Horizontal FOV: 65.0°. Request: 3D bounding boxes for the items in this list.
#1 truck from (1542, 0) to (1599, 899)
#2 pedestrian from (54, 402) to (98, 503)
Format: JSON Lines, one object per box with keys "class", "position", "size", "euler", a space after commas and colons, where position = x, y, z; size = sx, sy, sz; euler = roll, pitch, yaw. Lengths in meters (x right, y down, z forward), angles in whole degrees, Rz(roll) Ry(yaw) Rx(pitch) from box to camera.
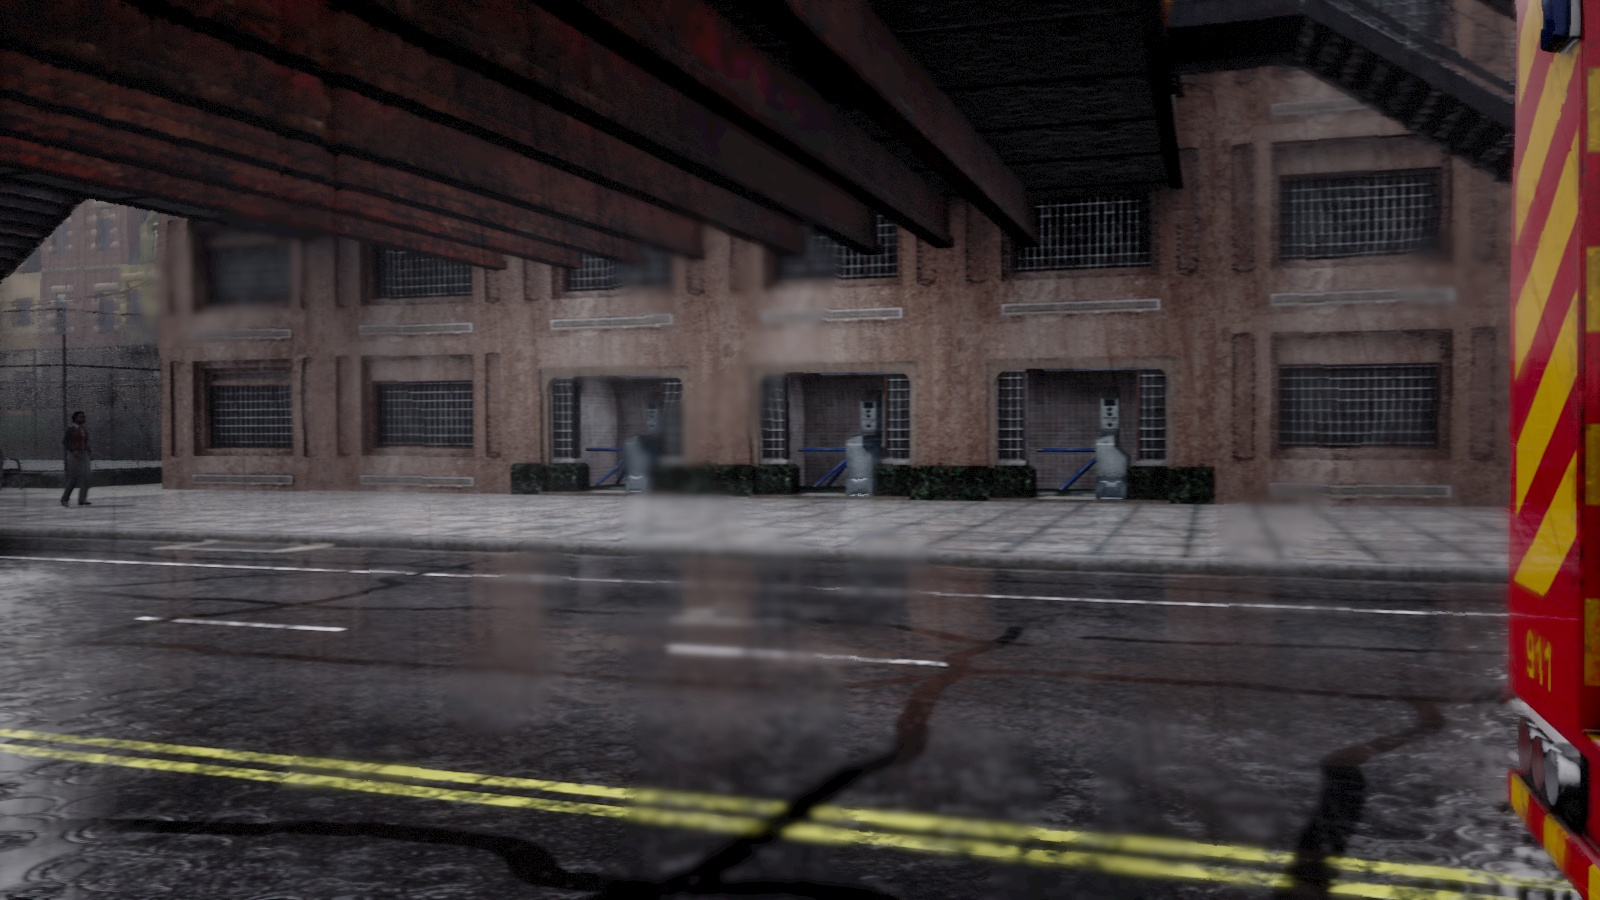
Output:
{"class": "truck", "position": [5.891, -0.335, 1.196], "size": [8.468, 3.827, 2.891], "euler": [1, 1, 19]}
{"class": "pedestrian", "position": [-13.945, 0.044, 24.186], "size": [0.666, 1.930, 0.402], "euler": [1, 1, 21]}
